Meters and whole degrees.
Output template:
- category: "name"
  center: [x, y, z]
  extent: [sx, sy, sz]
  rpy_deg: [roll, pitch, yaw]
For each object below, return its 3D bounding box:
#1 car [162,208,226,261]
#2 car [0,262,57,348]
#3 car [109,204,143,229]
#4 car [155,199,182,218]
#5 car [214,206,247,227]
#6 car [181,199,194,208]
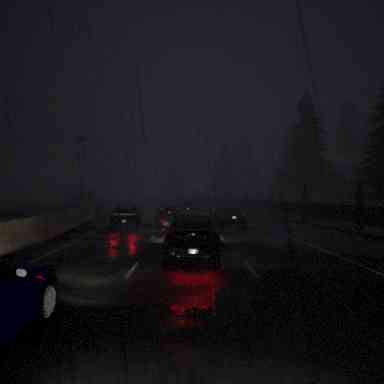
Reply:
- category: "car"
  center: [-0.044, 1.546, 12.446]
  extent: [1.837, 1.490, 4.892]
  rpy_deg: [0, 0, -2]
- category: "car"
  center: [-3.404, 1.492, 4.162]
  extent: [1.882, 1.535, 5.008]
  rpy_deg: [0, 0, 0]
- category: "car"
  center: [-4.391, 1.566, 22.421]
  extent: [2.128, 1.511, 4.902]
  rpy_deg: [0, 0, -7]
- category: "car"
  center: [-2.457, 1.631, 31.650]
  extent: [1.812, 1.442, 4.674]
  rpy_deg: [0, 0, -12]
- category: "car"
  center: [2.492, 1.642, 23.608]
  extent: [1.994, 1.385, 4.181]
  rpy_deg: [0, 0, -7]
- category: "car"
  center: [-1.098, 1.638, 40.444]
  extent: [1.837, 1.490, 4.892]
  rpy_deg: [0, 0, -16]
